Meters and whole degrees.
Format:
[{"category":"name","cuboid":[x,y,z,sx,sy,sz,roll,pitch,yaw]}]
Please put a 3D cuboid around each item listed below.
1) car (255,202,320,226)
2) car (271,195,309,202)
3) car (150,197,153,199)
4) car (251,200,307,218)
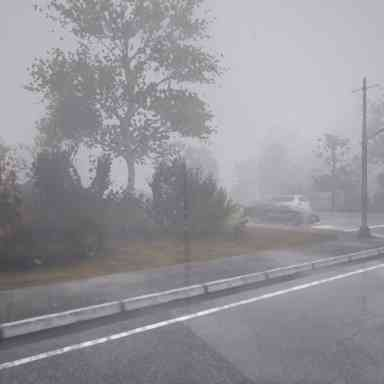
[{"category":"car","cuboid":[7.021,1.643,24.127,1.994,1.385,4.181,0,-1,-39]},{"category":"car","cuboid":[9.035,1.372,33.176,2.150,2.045,5.566,0,-1,-41]},{"category":"car","cuboid":[-6.088,1.848,53.064,5.566,2.045,2.150,-2,-1,40]},{"category":"car","cuboid":[7.049,1.679,29.701,2.033,1.411,5.357,0,-1,-40]}]
